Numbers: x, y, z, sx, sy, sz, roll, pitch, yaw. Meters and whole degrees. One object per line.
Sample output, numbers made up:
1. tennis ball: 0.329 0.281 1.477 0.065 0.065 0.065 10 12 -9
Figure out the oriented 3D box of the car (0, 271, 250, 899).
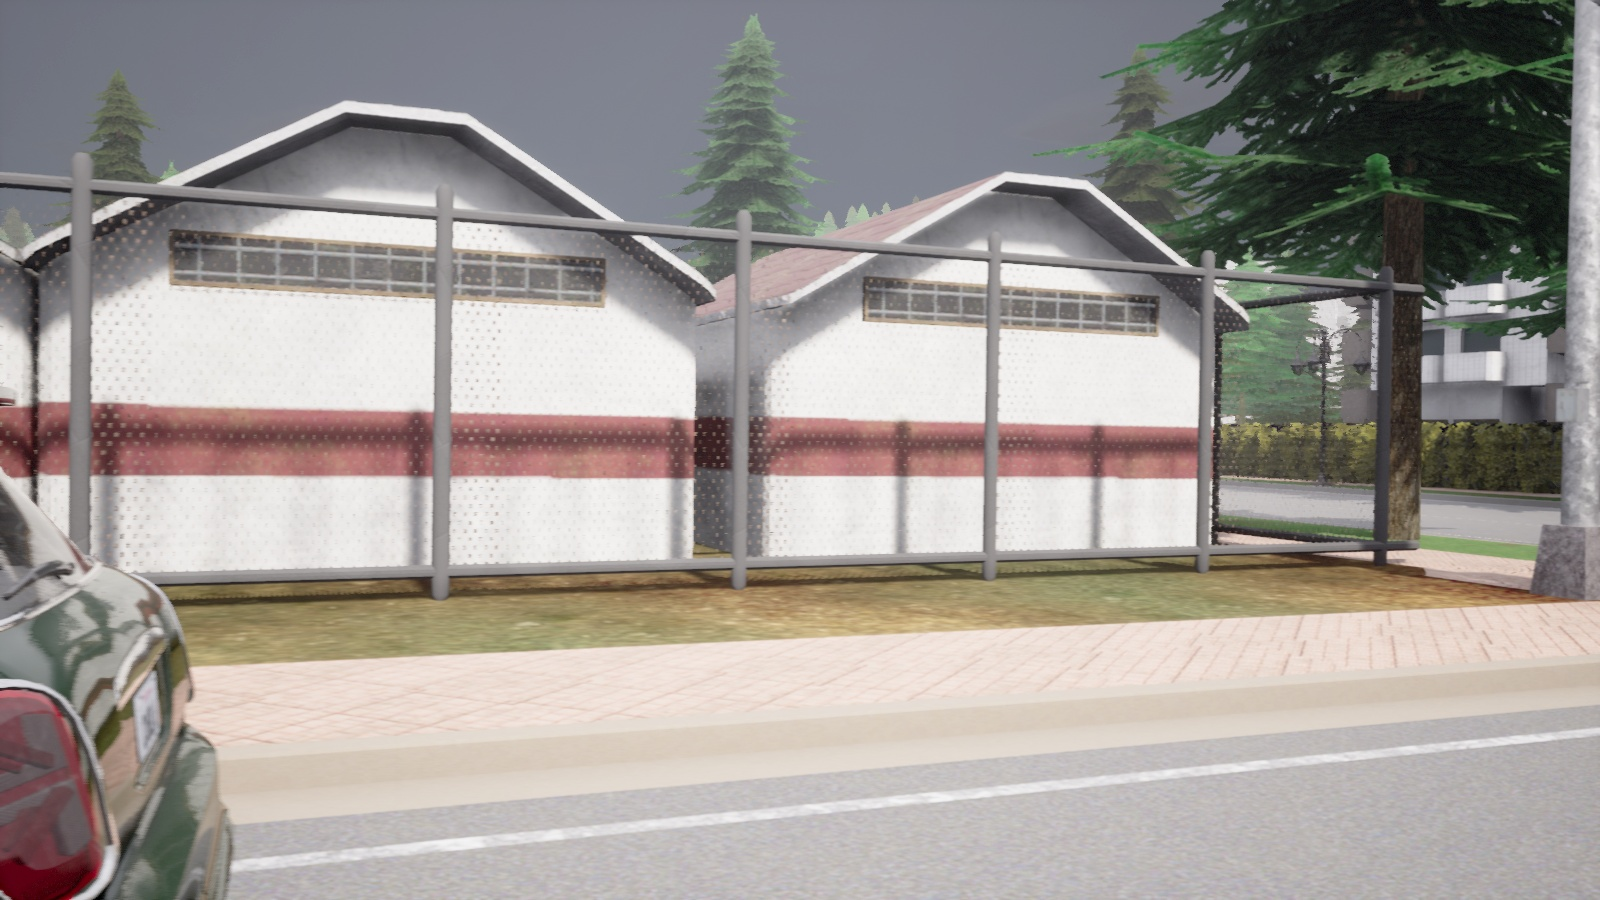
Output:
1. car: -3.398 0.652 1.948 4.553 1.767 2.097 -1 1 -21
